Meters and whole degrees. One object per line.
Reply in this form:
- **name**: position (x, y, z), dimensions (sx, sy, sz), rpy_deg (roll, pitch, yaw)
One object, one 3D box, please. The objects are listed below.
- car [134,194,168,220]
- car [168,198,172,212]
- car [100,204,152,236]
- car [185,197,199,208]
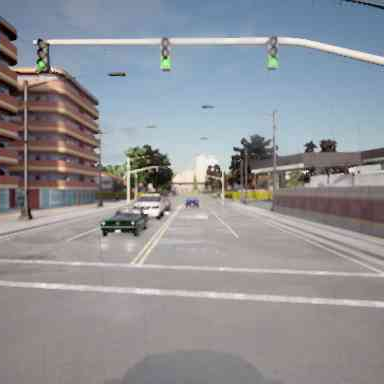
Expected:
- **car**: position (-3.579, 1.185, 28.334), dimensions (2.150, 2.045, 5.566), rpy_deg (0, 0, 0)
- **car**: position (-3.535, 1.292, 38.466), dimensions (2.097, 1.767, 4.553), rpy_deg (0, 0, 0)
- **car**: position (-3.590, 1.588, 18.312), dimensions (1.895, 1.301, 4.718), rpy_deg (0, 0, 0)
- **car**: position (0.031, 1.439, 46.673), dimensions (1.812, 1.442, 4.674), rpy_deg (0, 0, 0)
